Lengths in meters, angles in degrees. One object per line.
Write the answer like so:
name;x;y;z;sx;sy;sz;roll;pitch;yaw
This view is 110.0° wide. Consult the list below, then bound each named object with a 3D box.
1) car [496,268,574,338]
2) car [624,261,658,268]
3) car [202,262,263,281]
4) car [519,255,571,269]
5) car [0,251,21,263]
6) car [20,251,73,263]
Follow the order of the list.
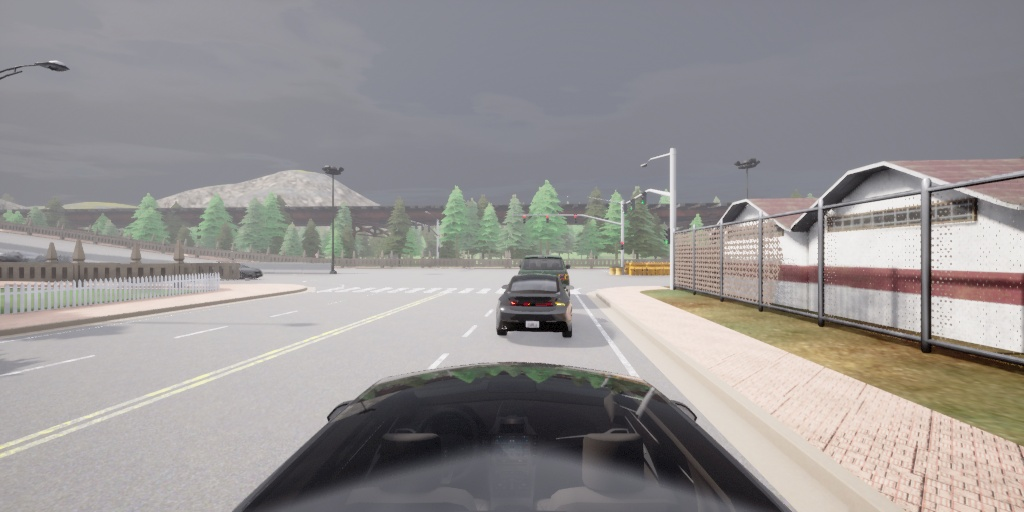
car;0.706;1.255;10.289;1.837;1.490;4.892;0;0;6
car;15.786;1.351;41.499;4.718;1.301;1.895;0;0;4
car;-23.544;1.249;30.005;4.892;1.490;1.837;1;0;4
car;1.467;0.971;16.300;2.150;2.045;5.566;0;0;7
car;-47.867;0.285;35.289;4.674;1.442;1.812;5;0;5
car;-38.928;0.771;31.098;4.553;1.767;2.097;3;0;4
